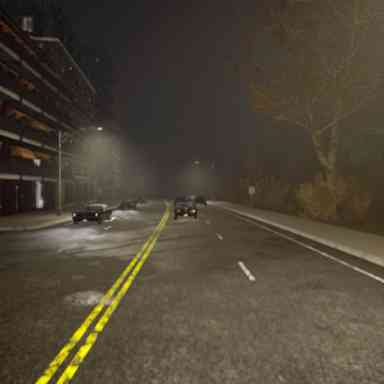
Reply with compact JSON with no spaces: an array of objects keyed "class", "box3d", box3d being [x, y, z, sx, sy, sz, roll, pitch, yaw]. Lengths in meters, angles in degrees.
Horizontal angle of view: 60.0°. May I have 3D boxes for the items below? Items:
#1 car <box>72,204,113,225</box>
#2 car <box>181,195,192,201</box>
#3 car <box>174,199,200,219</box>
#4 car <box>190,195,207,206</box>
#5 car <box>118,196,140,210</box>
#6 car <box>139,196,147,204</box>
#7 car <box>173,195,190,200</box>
[{"class":"car","box3d":[-7.107,1.569,24.104,1.895,1.301,4.718,0,0,-2]},{"class":"car","box3d":[-1.350,1.375,78.091,2.128,1.511,4.902,0,0,-7]},{"class":"car","box3d":[-0.587,1.557,28.686,1.895,1.301,4.718,0,0,-2]},{"class":"car","box3d":[1.207,1.411,52.449,1.837,1.490,4.892,0,0,-4]},{"class":"car","box3d":[-7.975,1.539,41.533,1.895,1.301,4.718,0,0,-4]},{"class":"car","box3d":[-9.438,1.407,61.679,2.128,1.511,4.902,0,0,-5]},{"class":"car","box3d":[-1.682,1.398,47.565,1.882,1.535,5.008,0,0,-4]}]
